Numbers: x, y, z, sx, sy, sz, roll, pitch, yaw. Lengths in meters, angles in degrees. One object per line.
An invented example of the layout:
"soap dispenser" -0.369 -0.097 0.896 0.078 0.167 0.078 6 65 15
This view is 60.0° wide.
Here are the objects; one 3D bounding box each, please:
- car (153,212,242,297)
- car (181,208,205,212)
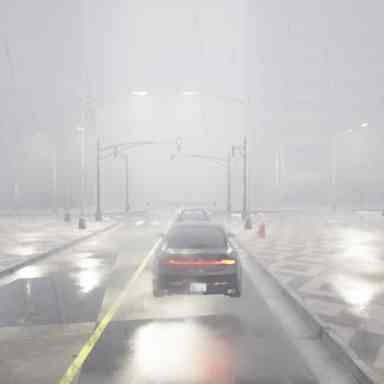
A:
"car" 0.103 1.497 8.510 1.837 1.490 4.892 0 0 0
"car" 0.066 1.545 17.413 1.994 1.385 4.181 0 0 1
